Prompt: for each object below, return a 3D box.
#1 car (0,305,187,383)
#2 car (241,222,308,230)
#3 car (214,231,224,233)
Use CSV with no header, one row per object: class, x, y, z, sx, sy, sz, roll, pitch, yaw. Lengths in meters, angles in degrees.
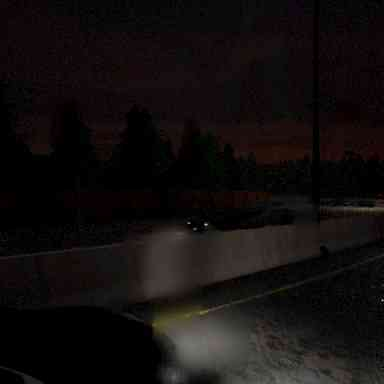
car,-2.296,1.512,2.279,4.892,1.490,1.837,1,0,-35
car,4.438,1.590,17.280,4.674,1.442,1.812,0,0,-45
car,2.110,1.620,19.805,5.357,1.411,2.033,0,0,-44
